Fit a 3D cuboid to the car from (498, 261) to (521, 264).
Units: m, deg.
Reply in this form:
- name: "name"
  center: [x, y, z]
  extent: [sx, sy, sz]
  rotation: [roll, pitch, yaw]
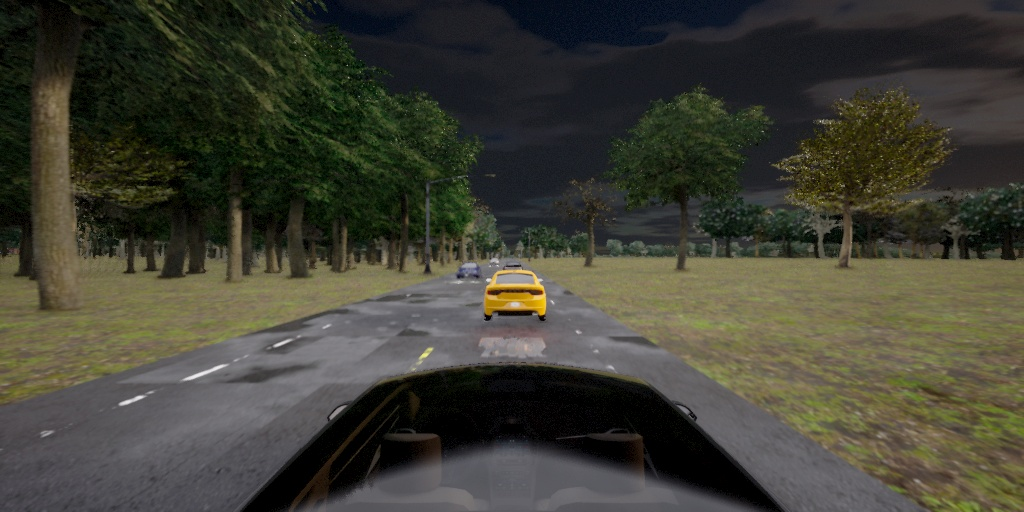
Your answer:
- name: "car"
  center: [0.089, 1.217, 33.264]
  extent: [2.128, 1.511, 4.902]
  rotation: [0, 0, 0]

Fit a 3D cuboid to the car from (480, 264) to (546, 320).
- name: "car"
  center: [0.086, 1.224, 12.684]
  extent: [1.882, 1.535, 5.008]
  rotation: [0, 0, 0]

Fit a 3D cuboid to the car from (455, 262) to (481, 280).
- name: "car"
  center: [-3.612, 1.255, 30.885]
  extent: [1.812, 1.442, 4.674]
  rotation: [0, 0, 0]
